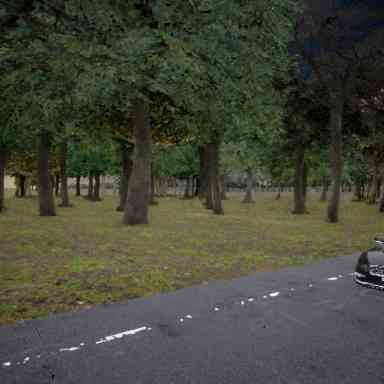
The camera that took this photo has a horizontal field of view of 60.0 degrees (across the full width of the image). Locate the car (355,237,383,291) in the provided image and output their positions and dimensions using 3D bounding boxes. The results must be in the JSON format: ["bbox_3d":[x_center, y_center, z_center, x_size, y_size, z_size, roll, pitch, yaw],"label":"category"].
[{"bbox_3d":[5.874,1.505,8.037,4.892,1.490,1.837,0,0,-35],"label":"car"}]
